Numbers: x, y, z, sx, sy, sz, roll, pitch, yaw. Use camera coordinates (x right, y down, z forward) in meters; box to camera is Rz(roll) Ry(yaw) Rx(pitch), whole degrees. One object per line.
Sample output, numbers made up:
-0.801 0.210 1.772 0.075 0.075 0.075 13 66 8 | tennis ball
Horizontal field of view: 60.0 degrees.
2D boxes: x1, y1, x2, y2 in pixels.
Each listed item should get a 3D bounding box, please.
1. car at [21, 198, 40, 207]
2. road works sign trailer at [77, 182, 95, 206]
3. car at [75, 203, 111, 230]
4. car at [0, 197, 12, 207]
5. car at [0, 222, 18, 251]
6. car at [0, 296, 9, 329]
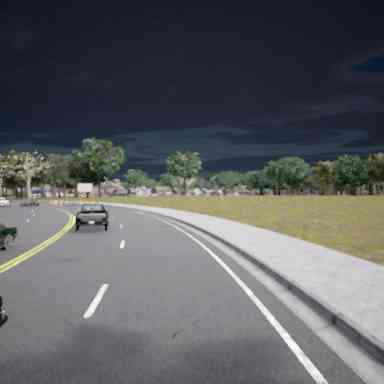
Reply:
-24.218 1.546 49.739 1.994 1.385 4.181 -1 0 -36 | car
-16.314 0.354 50.553 2.380 3.560 2.880 -1 0 -39 | road works sign trailer
-6.153 1.455 20.699 2.128 1.511 4.902 0 0 -15 | car
-28.717 1.560 50.128 1.812 1.442 4.674 -1 0 -40 | car
-7.641 1.608 11.210 1.895 1.301 4.718 0 0 -9 | car
-3.342 1.609 2.367 1.895 1.301 4.718 0 0 -2 | car
